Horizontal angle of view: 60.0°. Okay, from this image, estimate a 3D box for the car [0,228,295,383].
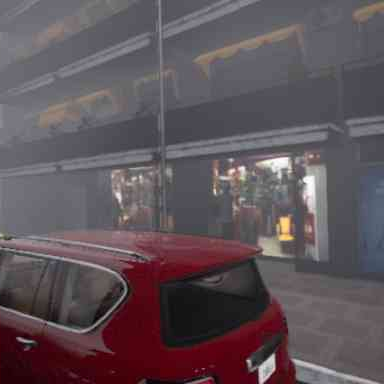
[{"bbox_3d":[-1.418,1.338,3.721,5.009,1.841,2.192,-1,-2,36],"label":"car"}]
